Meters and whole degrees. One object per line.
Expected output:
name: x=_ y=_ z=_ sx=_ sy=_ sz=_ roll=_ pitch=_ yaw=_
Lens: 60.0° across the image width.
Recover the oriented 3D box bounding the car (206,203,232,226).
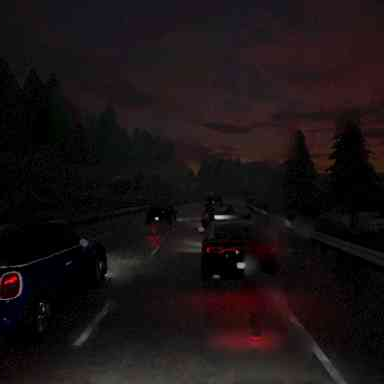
car: x=2.105 y=1.653 z=25.710 sx=1.812 sy=1.442 sz=4.674 roll=0 pitch=0 yaw=5

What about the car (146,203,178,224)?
car: x=-2.285 y=1.632 z=26.022 sx=1.837 sy=1.490 sz=4.892 roll=0 pitch=0 yaw=4

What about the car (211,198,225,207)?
car: x=4.532 y=1.832 z=58.023 sx=2.033 sy=1.411 sz=5.357 roll=0 pitch=0 yaw=8

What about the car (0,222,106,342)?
car: x=-3.266 y=1.384 z=6.708 sx=2.097 sy=1.767 sz=4.553 roll=0 pitch=0 yaw=1

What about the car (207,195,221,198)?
car: x=3.012 y=1.442 z=45.022 sx=2.150 sy=2.045 sz=5.566 roll=0 pitch=0 yaw=7

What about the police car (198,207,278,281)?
police car: x=1.226 y=1.476 z=10.141 sx=1.930 sy=1.638 sz=5.238 roll=0 pitch=0 yaw=2

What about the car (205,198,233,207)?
car: x=1.686 y=1.449 z=19.806 sx=2.097 sy=1.767 sz=4.553 roll=0 pitch=0 yaw=4
